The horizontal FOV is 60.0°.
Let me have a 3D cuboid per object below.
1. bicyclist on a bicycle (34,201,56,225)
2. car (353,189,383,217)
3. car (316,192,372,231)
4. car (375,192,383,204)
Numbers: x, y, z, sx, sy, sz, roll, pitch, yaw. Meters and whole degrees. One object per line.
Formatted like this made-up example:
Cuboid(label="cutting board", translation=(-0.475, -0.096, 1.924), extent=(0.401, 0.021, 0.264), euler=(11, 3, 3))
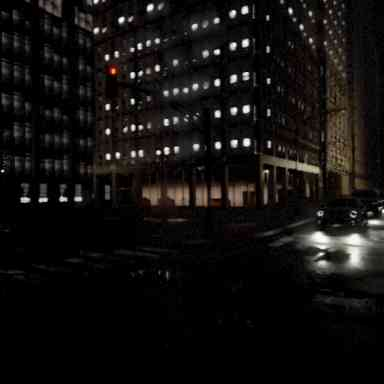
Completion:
Cuboid(label="bicyclist on a bicycle", translation=(-10.286, 1.485, 23.254), extent=(0.582, 1.620, 1.656), euler=(-1, 0, 37))
Cuboid(label="car", translation=(13.818, 0.778, 26.558), extent=(2.150, 2.045, 5.566), euler=(-1, 1, 34))
Cuboid(label="car", translation=(8.468, 1.075, 18.623), extent=(2.097, 1.767, 4.553), euler=(-1, 0, 34))
Cuboid(label="car", translation=(24.969, 0.732, 43.121), extent=(1.812, 1.442, 4.674), euler=(-1, 1, 34))
